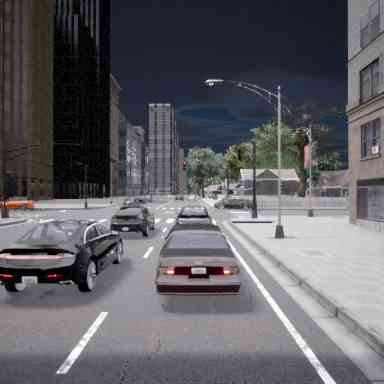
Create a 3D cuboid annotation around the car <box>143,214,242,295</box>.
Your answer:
[{"bbox_3d":[0.095,1.545,8.818,2.033,1.411,5.357,0,0,-1],"label":"car"}]

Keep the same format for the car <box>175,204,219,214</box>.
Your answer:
[{"bbox_3d":[0.107,1.491,17.872,2.128,1.511,4.902,0,0,0],"label":"car"}]

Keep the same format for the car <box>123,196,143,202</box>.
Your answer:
[{"bbox_3d":[-9.799,1.485,53.832,2.128,1.511,4.902,0,0,1],"label":"car"}]

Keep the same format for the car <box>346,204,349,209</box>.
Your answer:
[{"bbox_3d":[21.511,1.554,40.708,4.892,1.490,1.837,0,-1,0],"label":"car"}]

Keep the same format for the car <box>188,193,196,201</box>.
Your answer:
[{"bbox_3d":[0.043,1.509,83.985,1.812,1.442,4.674,0,0,0],"label":"car"}]

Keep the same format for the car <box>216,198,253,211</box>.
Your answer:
[{"bbox_3d":[5.273,1.561,41.601,4.892,1.490,1.837,0,0,12],"label":"car"}]

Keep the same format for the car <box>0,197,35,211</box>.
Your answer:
[{"bbox_3d":[-21.817,1.403,40.645,4.553,1.767,2.097,0,-1,-2],"label":"car"}]

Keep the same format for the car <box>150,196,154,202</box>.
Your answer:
[{"bbox_3d":[-9.713,1.515,73.264,1.812,1.442,4.674,0,0,0],"label":"car"}]

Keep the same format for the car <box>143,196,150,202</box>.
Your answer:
[{"bbox_3d":[-9.761,1.593,63.152,1.895,1.301,4.718,0,0,1],"label":"car"}]

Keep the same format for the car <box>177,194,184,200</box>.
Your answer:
[{"bbox_3d":[-3.202,1.309,93.991,1.882,1.535,5.008,0,0,0],"label":"car"}]

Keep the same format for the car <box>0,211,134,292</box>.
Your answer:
[{"bbox_3d":[-3.147,1.492,8.889,2.128,1.511,4.902,0,0,0],"label":"car"}]

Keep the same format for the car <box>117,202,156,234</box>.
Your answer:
[{"bbox_3d":[-3.141,1.504,18.149,1.837,1.490,4.892,0,0,0],"label":"car"}]

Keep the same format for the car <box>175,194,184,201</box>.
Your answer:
[{"bbox_3d":[-3.207,1.340,83.957,2.097,1.767,4.553,0,0,0],"label":"car"}]
